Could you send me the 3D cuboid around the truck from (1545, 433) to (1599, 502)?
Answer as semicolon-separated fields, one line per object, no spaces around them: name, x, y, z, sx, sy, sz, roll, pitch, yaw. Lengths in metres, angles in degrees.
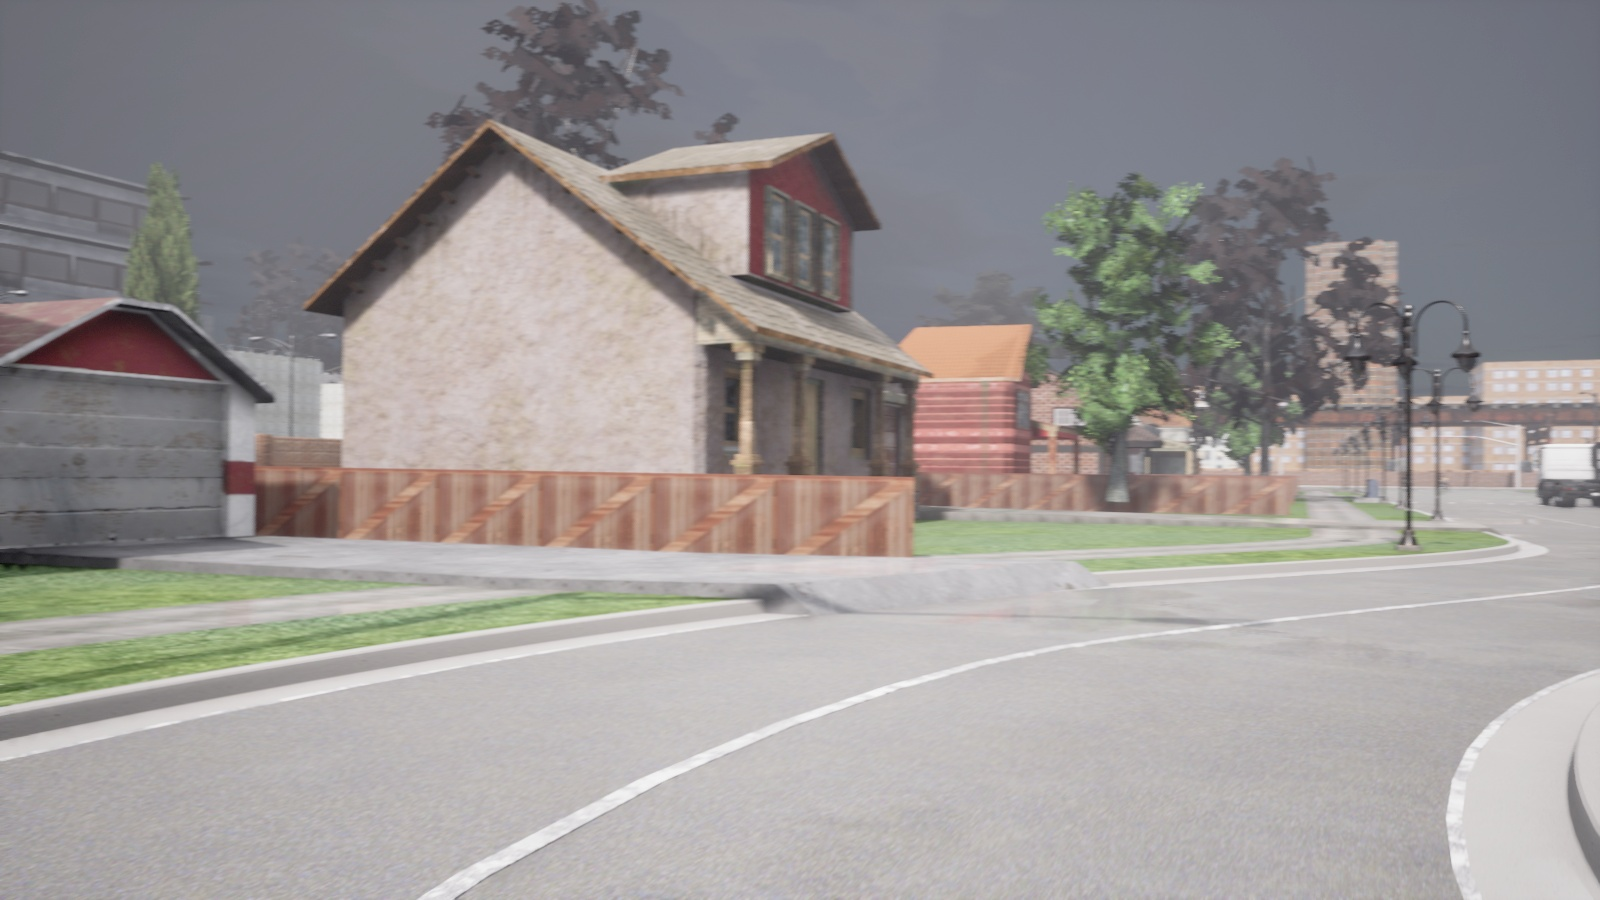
truck;41.595;0.934;66.154;2.891;3.462;7.936;0;-1;22
